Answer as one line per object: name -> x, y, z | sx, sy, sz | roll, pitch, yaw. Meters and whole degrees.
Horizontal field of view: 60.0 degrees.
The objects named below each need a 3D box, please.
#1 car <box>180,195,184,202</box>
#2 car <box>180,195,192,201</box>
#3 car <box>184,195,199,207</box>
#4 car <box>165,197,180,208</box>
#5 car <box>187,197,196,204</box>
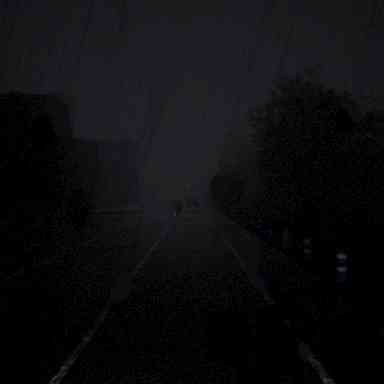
car -> -3.266, 1.811, 69.614 | 1.882, 1.535, 5.008 | 0, 0, 0
car -> -1.597, 1.536, 89.997 | 1.882, 1.535, 5.008 | -2, 1, -16
car -> 0.084, 1.625, 57.481 | 2.097, 1.767, 4.553 | 0, 0, 0
car -> -3.326, 1.784, 54.257 | 1.812, 1.442, 4.674 | 0, 0, 0
car -> -0.145, 1.869, 76.985 | 1.994, 1.385, 4.181 | 0, 1, -3
